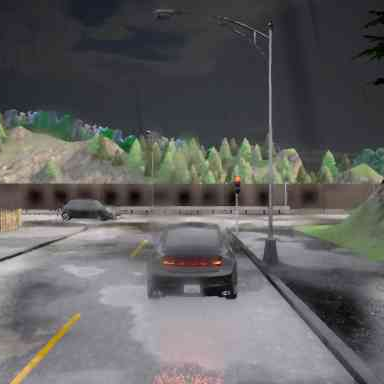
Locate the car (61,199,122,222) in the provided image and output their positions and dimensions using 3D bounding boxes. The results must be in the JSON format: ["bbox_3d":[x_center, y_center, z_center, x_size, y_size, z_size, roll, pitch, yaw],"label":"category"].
[{"bbox_3d":[-7.812,1.351,26.118,4.553,1.767,2.097,0,0,15],"label":"car"}]

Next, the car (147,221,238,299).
[{"bbox_3d":[0.025,1.505,8.429,1.837,1.490,4.892,0,0,1],"label":"car"}]
